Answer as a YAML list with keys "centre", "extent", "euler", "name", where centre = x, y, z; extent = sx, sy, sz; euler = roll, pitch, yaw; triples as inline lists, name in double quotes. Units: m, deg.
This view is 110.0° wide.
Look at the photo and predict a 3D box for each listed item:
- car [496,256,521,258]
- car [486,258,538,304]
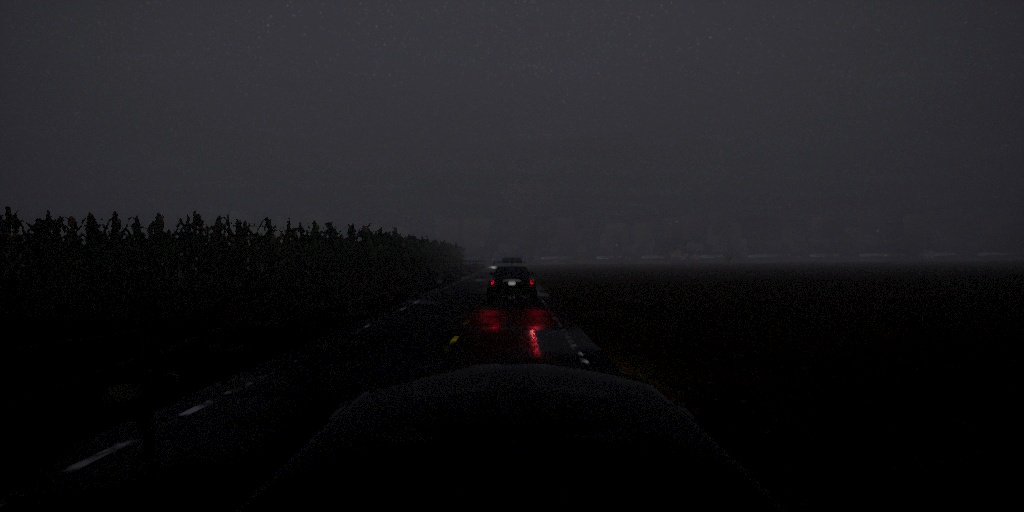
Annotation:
- centre: [0.001, 1.019, 31.532]
  extent: [2.150, 2.045, 5.566]
  euler: [0, 0, 0]
  name: "car"
- centre: [0.000, 1.120, 16.470]
  extent: [2.097, 1.767, 4.553]
  euler: [0, 0, 0]
  name: "car"
